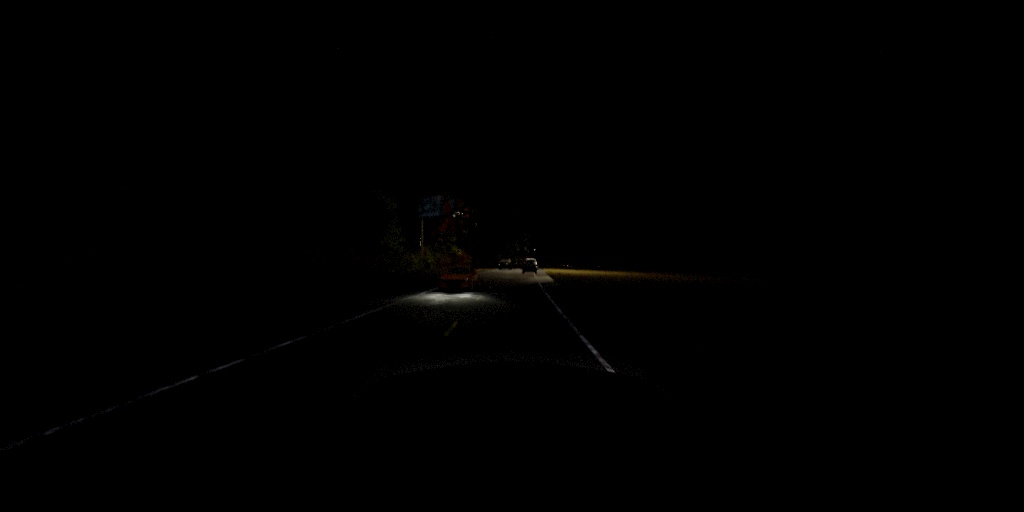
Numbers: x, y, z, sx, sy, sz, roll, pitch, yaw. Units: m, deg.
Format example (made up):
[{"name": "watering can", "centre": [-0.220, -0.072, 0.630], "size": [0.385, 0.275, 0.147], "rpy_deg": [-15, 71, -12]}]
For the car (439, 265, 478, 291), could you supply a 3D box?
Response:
[{"name": "car", "centre": [-3.324, 1.366, 23.141], "size": [1.882, 1.535, 5.008], "rpy_deg": [0, 0, 2]}]

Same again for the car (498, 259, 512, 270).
[{"name": "car", "centre": [-1.169, 1.505, 64.023], "size": [2.150, 2.045, 5.566], "rpy_deg": [0, 0, 5]}]

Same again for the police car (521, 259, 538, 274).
[{"name": "police car", "centre": [2.275, 1.507, 47.076], "size": [1.930, 1.638, 5.238], "rpy_deg": [0, -1, 3]}]
